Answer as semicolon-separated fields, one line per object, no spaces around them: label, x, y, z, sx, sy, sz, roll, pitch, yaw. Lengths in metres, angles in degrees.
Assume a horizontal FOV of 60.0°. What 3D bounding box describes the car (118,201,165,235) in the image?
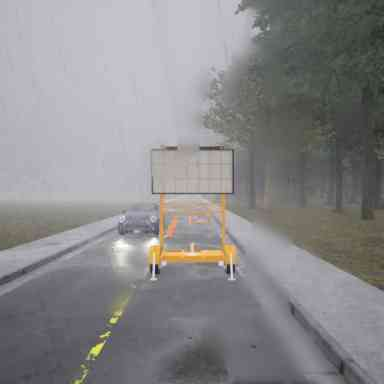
car;-2.716;1.352;18.611;2.097;1.767;4.553;0;0;0

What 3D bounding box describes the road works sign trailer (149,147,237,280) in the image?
road works sign trailer;0.019;0.464;9.873;2.380;3.560;2.880;0;0;0
